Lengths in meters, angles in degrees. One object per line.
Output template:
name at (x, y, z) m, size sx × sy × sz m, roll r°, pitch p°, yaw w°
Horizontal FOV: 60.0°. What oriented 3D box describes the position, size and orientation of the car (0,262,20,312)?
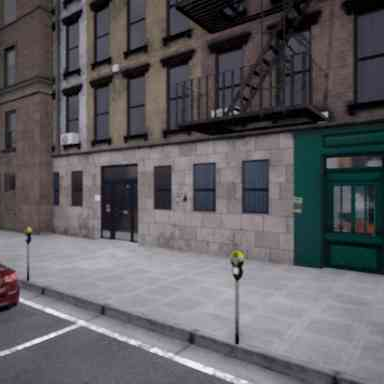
car at (-4.906, 1.577, 6.355) m, size 4.206 × 1.307 × 1.802 m, roll 0°, pitch 0°, yaw 36°
